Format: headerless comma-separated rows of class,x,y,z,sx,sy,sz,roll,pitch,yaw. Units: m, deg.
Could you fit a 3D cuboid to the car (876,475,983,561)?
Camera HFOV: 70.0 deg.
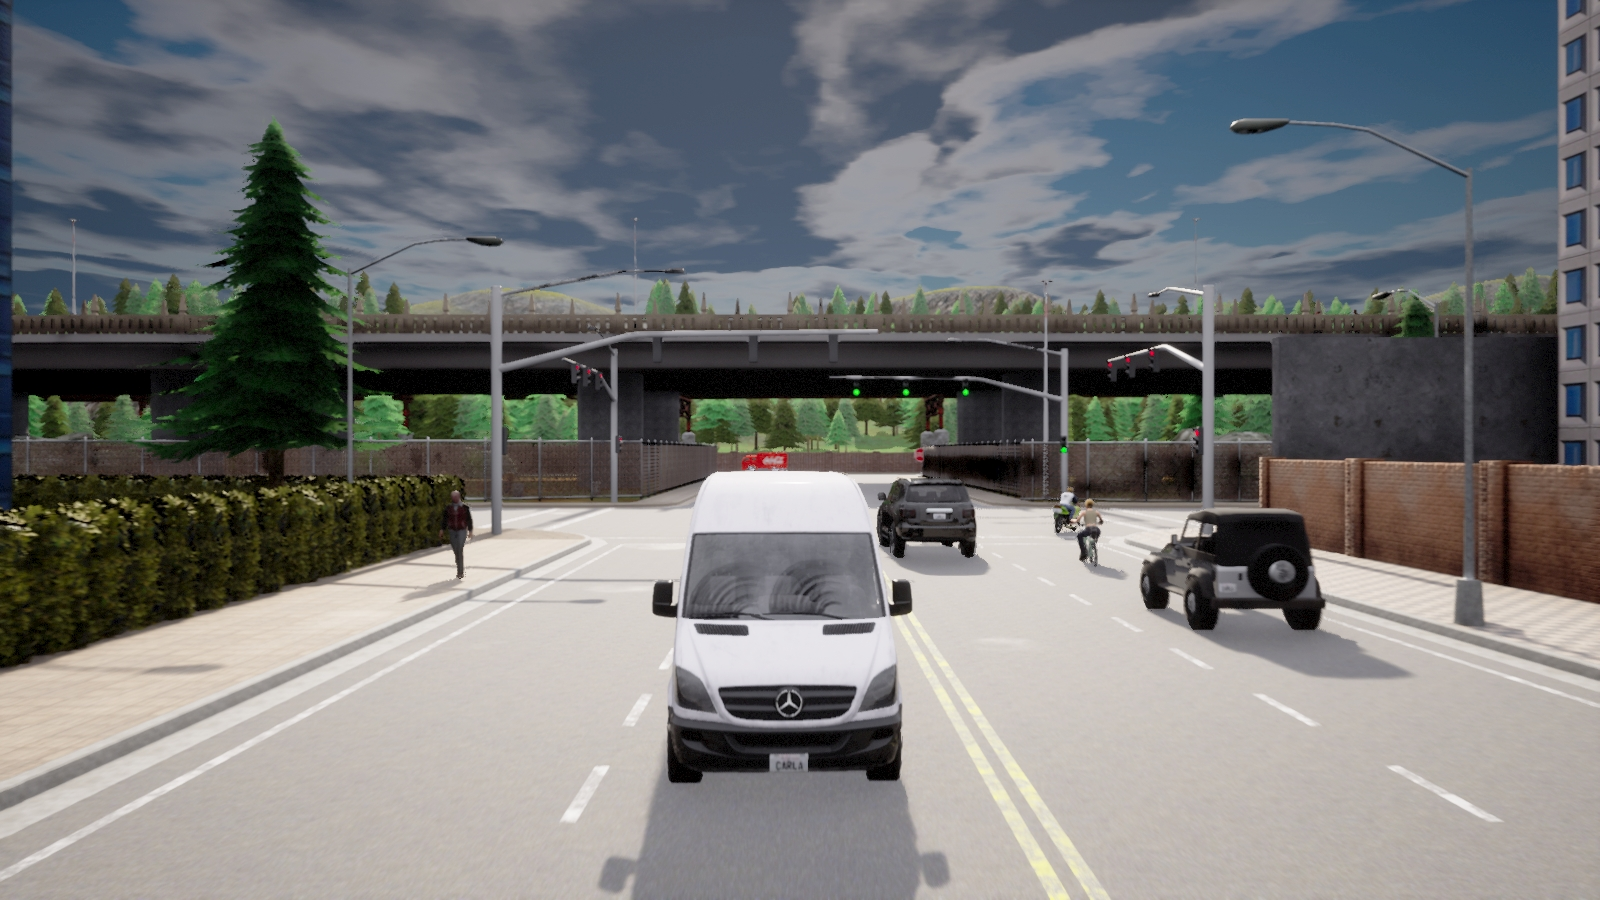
car,3.444,1.777,31.579,2.150,2.045,5.566,0,0,-2

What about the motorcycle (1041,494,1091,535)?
motorcycle,8.953,2.154,38.405,0.803,1.199,2.033,6,3,36

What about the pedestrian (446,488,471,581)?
pedestrian,-6.886,1.695,23.056,0.375,1.860,0.375,0,0,2

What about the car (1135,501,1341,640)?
car,6.994,1.856,18.698,1.905,1.878,3.866,0,0,0

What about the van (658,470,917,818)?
van,-0.220,1.534,11.711,1.988,2.561,5.915,0,0,-2

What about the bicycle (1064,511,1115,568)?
bicycle,7.012,2.156,27.771,0.859,1.276,1.487,0,0,0
